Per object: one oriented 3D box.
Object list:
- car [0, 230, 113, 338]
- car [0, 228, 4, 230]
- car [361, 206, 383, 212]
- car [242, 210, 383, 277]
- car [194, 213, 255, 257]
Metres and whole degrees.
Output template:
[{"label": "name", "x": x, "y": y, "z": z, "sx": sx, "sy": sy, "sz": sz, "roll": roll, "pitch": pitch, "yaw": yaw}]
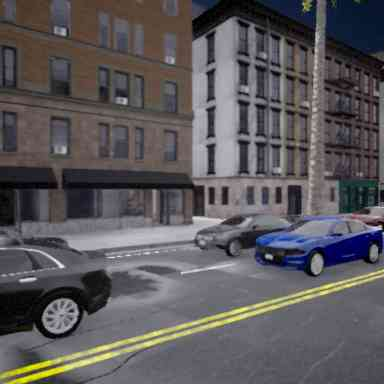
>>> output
[{"label": "car", "x": -3.663, "y": 1.504, "z": 5.034, "sx": 4.892, "sy": 1.490, "sz": 1.837, "roll": 1, "pitch": 0, "yaw": -36}, {"label": "car", "x": -5.608, "y": 1.545, "z": 7.686, "sx": 5.357, "sy": 1.411, "sz": 2.033, "roll": 0, "pitch": 0, "yaw": -35}, {"label": "car", "x": 10.782, "y": 1.598, "z": 19.371, "sx": 5.008, "sy": 1.535, "sz": 1.882, "roll": 1, "pitch": 0, "yaw": -35}, {"label": "car", "x": 4.166, "y": 1.535, "z": 10.656, "sx": 5.008, "sy": 1.535, "sz": 1.882, "roll": 0, "pitch": 0, "yaw": -35}, {"label": "car", "x": 2.279, "y": 1.582, "z": 13.300, "sx": 4.674, "sy": 1.442, "sz": 1.812, "roll": 0, "pitch": 0, "yaw": -35}]
